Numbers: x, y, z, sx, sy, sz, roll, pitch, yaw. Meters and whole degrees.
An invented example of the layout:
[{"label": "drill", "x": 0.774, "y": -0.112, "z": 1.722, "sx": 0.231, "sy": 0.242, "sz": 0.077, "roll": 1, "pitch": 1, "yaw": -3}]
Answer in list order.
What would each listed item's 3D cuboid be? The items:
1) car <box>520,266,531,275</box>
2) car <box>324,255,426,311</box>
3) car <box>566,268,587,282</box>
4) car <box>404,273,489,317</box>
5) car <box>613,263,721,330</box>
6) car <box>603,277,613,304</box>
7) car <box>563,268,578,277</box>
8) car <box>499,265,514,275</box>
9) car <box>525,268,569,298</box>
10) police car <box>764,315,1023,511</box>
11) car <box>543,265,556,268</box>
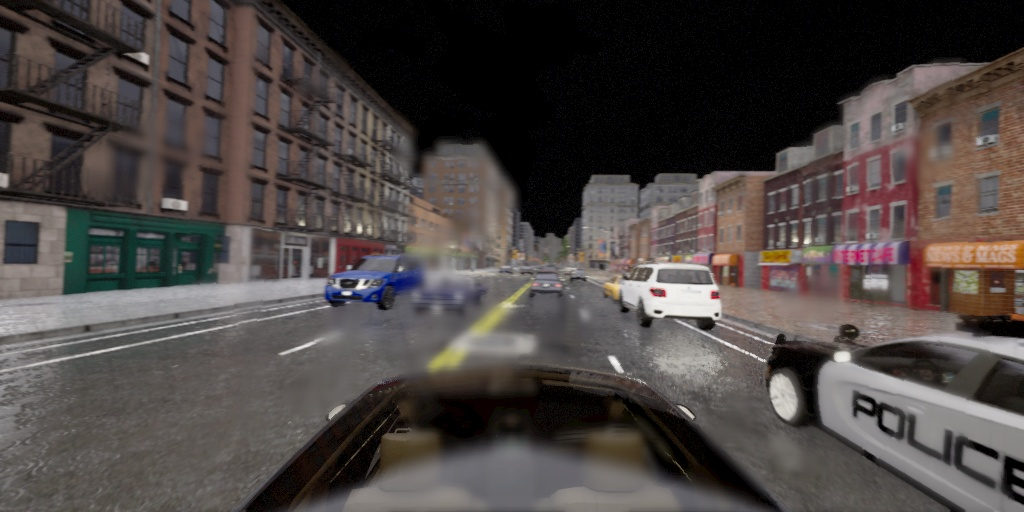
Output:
[{"label": "car", "x": 2.325, "y": 2.239, "z": 54.613, "sx": 2.033, "sy": 1.411, "sz": 5.357, "roll": 2, "pitch": -1, "yaw": 7}, {"label": "car", "x": -5.326, "y": 0.975, "z": 14.978, "sx": 2.150, "sy": 2.045, "sz": 5.566, "roll": 2, "pitch": -1, "yaw": 6}, {"label": "car", "x": 7.454, "y": 2.163, "z": 40.818, "sx": 2.033, "sy": 1.411, "sz": 5.357, "roll": 2, "pitch": -1, "yaw": 7}, {"label": "car", "x": -2.197, "y": 1.438, "z": 13.824, "sx": 1.895, "sy": 1.301, "sz": 4.718, "roll": 2, "pitch": -1, "yaw": 6}, {"label": "car", "x": 5.325, "y": 1.292, "z": 12.868, "sx": 2.150, "sy": 2.045, "sz": 5.566, "roll": 2, "pitch": -1, "yaw": 6}, {"label": "car", "x": 5.993, "y": 1.642, "z": 18.988, "sx": 1.801, "sy": 1.575, "sz": 5.366, "roll": 2, "pitch": -1, "yaw": 6}, {"label": "car", "x": 9.095, "y": 2.540, "z": 56.008, "sx": 1.895, "sy": 1.301, "sz": 4.718, "roll": 2, "pitch": -1, "yaw": 6}, {"label": "car", "x": -0.811, "y": 2.158, "z": 55.748, "sx": 2.033, "sy": 1.411, "sz": 5.357, "roll": 2, "pitch": -1, "yaw": 7}, {"label": "car", "x": 2.107, "y": 1.649, "z": 21.441, "sx": 2.033, "sy": 1.411, "sz": 5.357, "roll": 2, "pitch": -1, "yaw": 6}, {"label": "police car", "x": 4.229, "y": 1.327, "z": 3.005, "sx": 1.930, "sy": 1.638, "sz": 5.238, "roll": 2, "pitch": -1, "yaw": 6}, {"label": "car", "x": 4.165, "y": 1.845, "z": 39.966, "sx": 2.097, "sy": 1.767, "sz": 4.553, "roll": 2, "pitch": -1, "yaw": 6}]
